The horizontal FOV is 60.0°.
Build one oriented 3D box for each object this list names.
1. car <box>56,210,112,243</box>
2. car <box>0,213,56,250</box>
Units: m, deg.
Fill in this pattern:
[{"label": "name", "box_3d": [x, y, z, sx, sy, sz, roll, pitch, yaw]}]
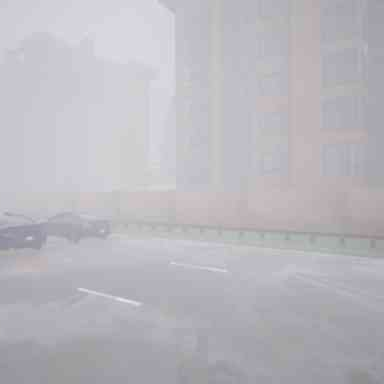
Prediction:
[{"label": "car", "box_3d": [-6.030, 1.661, 16.769, 4.674, 1.442, 1.812, 0, 0, 36]}, {"label": "car", "box_3d": [-8.121, 1.614, 13.963, 5.008, 1.535, 1.882, 0, 0, 36]}]
